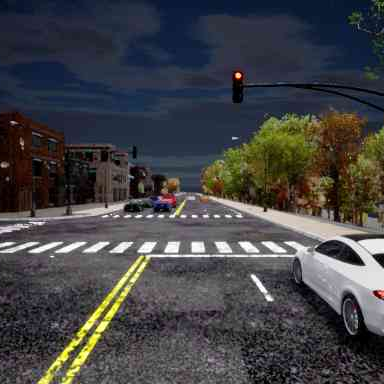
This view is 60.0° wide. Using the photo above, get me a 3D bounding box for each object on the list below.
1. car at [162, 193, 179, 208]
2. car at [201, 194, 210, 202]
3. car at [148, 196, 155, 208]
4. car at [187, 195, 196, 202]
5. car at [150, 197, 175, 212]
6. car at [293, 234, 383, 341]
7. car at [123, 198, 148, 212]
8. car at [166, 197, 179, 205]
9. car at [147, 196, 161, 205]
[{"bbox_3d":[-3.379,1.215,48.320,2.150,2.045,5.566,0,0,-1],"label":"car"},{"bbox_3d":[3.152,1.348,78.752,2.097,1.767,4.553,0,0,0],"label":"car"},{"bbox_3d":[-6.627,1.541,48.206,2.033,1.411,5.357,0,0,-1],"label":"car"},{"bbox_3d":[-0.098,1.517,78.864,1.812,1.442,4.674,0,0,0],"label":"car"},{"bbox_3d":[-3.353,1.595,38.429,1.895,1.301,4.718,0,0,0],"label":"car"},{"bbox_3d":[3.352,1.525,6.343,1.812,1.442,4.674,0,0,2],"label":"car"},{"bbox_3d":[-6.603,1.595,38.420,1.895,1.301,4.718,0,0,0],"label":"car"},{"bbox_3d":[-3.379,1.557,58.370,1.994,1.385,4.181,0,0,0],"label":"car"},{"bbox_3d":[-6.628,1.519,58.244,1.812,1.442,4.674,0,0,0],"label":"car"}]
